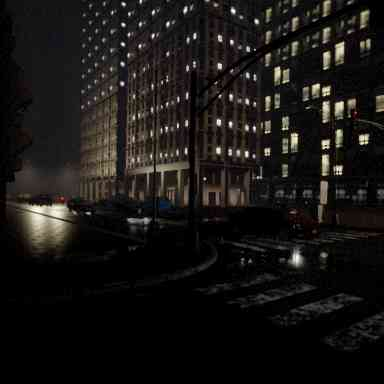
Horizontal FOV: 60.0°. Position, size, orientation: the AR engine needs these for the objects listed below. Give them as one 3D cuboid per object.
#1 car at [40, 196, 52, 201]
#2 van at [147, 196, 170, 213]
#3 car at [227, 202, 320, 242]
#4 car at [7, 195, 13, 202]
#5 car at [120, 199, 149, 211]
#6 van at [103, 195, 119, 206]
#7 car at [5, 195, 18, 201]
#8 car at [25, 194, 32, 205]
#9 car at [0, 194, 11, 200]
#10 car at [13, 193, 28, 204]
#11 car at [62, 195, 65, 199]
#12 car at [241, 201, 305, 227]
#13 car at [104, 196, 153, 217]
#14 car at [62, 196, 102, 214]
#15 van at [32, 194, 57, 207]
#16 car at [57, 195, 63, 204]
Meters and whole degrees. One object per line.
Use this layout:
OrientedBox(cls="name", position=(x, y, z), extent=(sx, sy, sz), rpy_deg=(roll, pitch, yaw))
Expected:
OrientedBox(cls="car", position=(-36.815, 1.567, 83.774), extent=(1.802, 1.307, 4.206), rpy_deg=(1, -1, -35))
OrientedBox(cls="van", position=(-4.092, 1.379, 37.732), extent=(1.690, 1.788, 3.998), rpy_deg=(1, -1, -35))
OrientedBox(cls="car", position=(3.883, 1.438, 16.506), extent=(1.882, 1.535, 5.008), rpy_deg=(1, 0, -35))
OrientedBox(cls="car", position=(-37.101, 1.395, 69.713), extent=(1.947, 1.339, 4.313), rpy_deg=(1, -1, -35))
OrientedBox(cls="car", position=(-7.368, 1.581, 42.334), extent=(2.008, 1.369, 4.403), rpy_deg=(1, -1, -35))
OrientedBox(cls="van", position=(-10.636, 1.365, 46.941), extent=(1.690, 1.788, 3.998), rpy_deg=(1, -1, -35))
OrientedBox(cls="car", position=(-40.372, 1.376, 74.317), extent=(2.008, 1.369, 4.403), rpy_deg=(1, -1, -35))
OrientedBox(cls="car", position=(-24.014, 1.430, 51.294), extent=(1.802, 1.307, 4.206), rpy_deg=(1, -1, -35))
OrientedBox(cls="car", position=(-46.820, 1.363, 83.390), extent=(1.752, 1.417, 4.829), rpy_deg=(1, -1, -35))
OrientedBox(cls="car", position=(-30.553, 1.153, 60.506), extent=(2.192, 1.841, 5.009), rpy_deg=(1, -1, -35))
OrientedBox(cls="car", position=(-18.938, 1.453, 54.148), extent=(2.128, 1.511, 4.902), rpy_deg=(1, -1, -35))
OrientedBox(cls="car", position=(5.722, 1.502, 23.918), extent=(1.967, 1.590, 4.097), rpy_deg=(1, -1, -35))
OrientedBox(cls="car", position=(-5.747, 1.425, 30.063), extent=(2.128, 1.511, 4.902), rpy_deg=(1, -1, -35))
OrientedBox(cls="car", position=(-10.926, 1.425, 32.877), extent=(2.008, 1.369, 4.403), rpy_deg=(1, -1, -35))
OrientedBox(cls="van", position=(-20.738, 1.195, 46.692), extent=(1.690, 1.788, 3.998), rpy_deg=(1, -1, -35))
OrientedBox(cls="car", position=(-24.924, 1.304, 62.575), extent=(2.097, 1.767, 4.553), rpy_deg=(1, -1, -35))
